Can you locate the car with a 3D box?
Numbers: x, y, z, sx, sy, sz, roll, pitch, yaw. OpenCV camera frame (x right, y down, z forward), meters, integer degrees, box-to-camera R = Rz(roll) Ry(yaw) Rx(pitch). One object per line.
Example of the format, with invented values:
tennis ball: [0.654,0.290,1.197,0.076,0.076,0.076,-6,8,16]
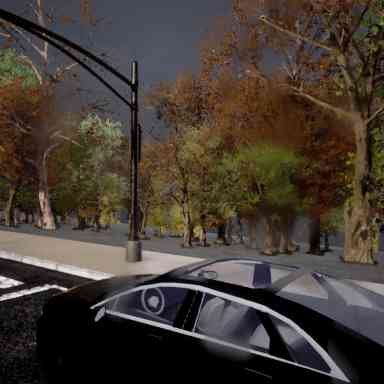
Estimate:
car: [0.229,1.491,3.513,4.902,1.511,2.128,0,0,37]
